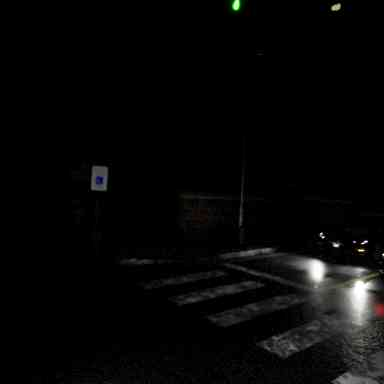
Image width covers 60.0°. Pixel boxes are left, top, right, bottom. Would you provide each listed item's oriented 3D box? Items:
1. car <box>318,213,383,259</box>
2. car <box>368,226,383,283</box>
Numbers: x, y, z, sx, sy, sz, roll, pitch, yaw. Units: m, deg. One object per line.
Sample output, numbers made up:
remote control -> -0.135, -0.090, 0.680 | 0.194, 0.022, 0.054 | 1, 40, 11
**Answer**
car -> 6.647, 1.570, 12.441 | 4.892, 1.490, 1.837 | 2, 1, -38
car -> 6.503, 1.672, 8.375 | 4.181, 1.385, 1.994 | 2, 1, -38
